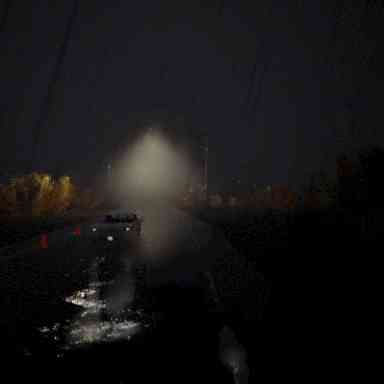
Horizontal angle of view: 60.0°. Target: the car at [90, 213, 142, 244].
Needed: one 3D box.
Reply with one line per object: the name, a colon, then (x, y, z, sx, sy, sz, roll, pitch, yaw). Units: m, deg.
car: (-3.642, 1.734, 16.650, 1.895, 1.301, 4.718, 0, 0, -3)
